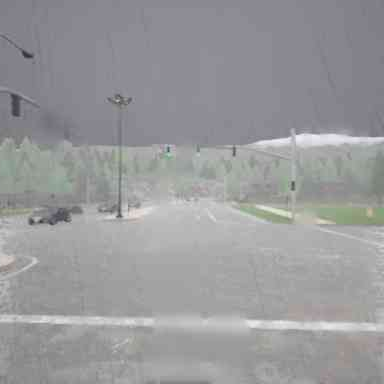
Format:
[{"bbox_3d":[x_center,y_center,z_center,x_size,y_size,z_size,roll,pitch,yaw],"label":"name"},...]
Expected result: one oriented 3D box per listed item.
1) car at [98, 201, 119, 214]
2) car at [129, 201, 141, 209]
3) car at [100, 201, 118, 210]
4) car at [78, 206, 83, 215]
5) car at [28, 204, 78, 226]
[{"bbox_3d":[-11.022,2.084,44.148,2.128,1.511,4.902,0,-1,1],"label":"car"},{"bbox_3d":[-10.700,2.365,62.210,2.128,1.511,4.902,0,-1,1],"label":"car"},{"bbox_3d":[-14.285,2.299,57.568,1.812,1.442,4.674,0,-1,1],"label":"car"},{"bbox_3d":[-14.593,2.097,39.804,1.994,1.385,4.181,0,-1,1],"label":"car"},{"bbox_3d":[-11.191,1.848,26.476,2.128,1.511,4.902,0,-1,1],"label":"car"}]
